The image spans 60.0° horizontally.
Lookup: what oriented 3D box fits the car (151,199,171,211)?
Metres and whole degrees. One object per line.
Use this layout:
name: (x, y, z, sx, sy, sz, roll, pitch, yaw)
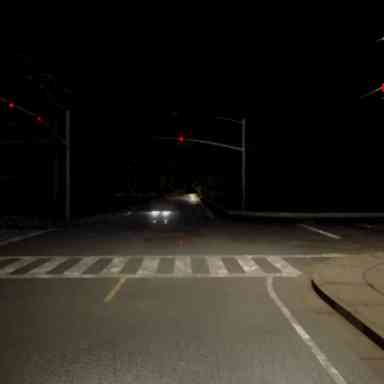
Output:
car: (-3.498, 1.478, 38.532, 1.994, 1.385, 4.181, 0, 0, 0)
